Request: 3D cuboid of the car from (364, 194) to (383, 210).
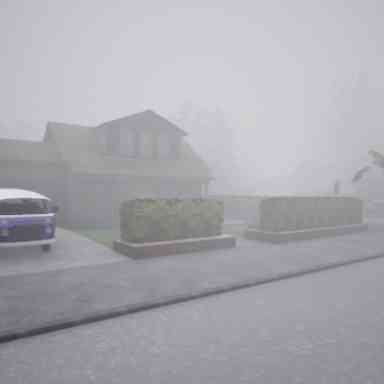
[{"bbox_3d":[23.105,1.158,40.321,3.866,1.878,1.905,0,0,0],"label":"car"}]
